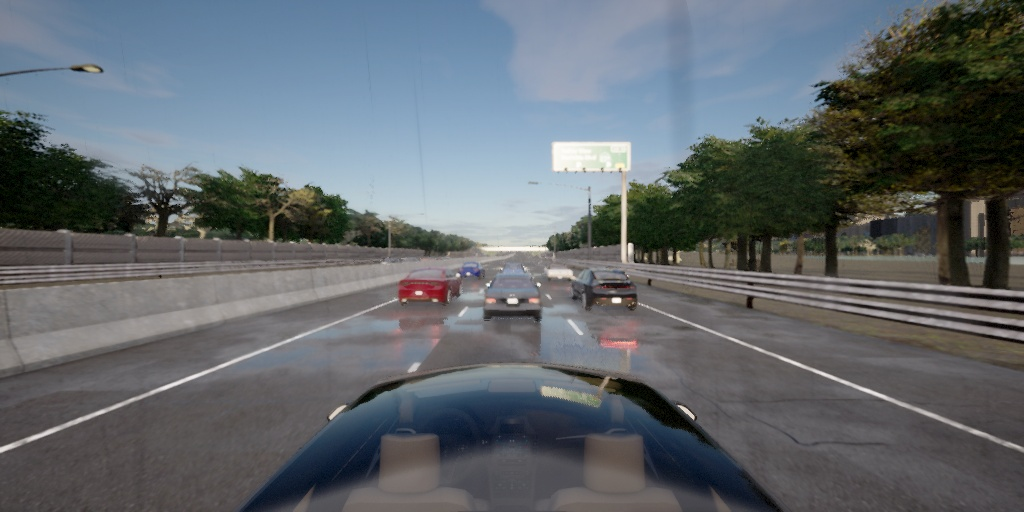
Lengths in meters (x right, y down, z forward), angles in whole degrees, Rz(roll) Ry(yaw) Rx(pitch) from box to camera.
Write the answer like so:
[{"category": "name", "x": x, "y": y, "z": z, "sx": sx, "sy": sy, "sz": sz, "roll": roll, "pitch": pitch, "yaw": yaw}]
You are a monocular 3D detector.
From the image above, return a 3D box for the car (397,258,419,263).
[{"category": "car", "x": -17.164, "y": 1.093, "z": 60.332, "sx": 1.837, "sy": 1.490, "sz": 4.892, "roll": 0, "pitch": 0, "yaw": 1}]

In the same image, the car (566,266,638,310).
[{"category": "car", "x": 3.569, "y": 1.238, "z": 14.543, "sx": 1.837, "sy": 1.490, "sz": 4.892, "roll": 0, "pitch": 1, "yaw": 1}]

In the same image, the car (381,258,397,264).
[{"category": "car", "x": -20.643, "y": 1.079, "z": 61.055, "sx": 2.128, "sy": 1.511, "sz": 4.902, "roll": 0, "pitch": 0, "yaw": 1}]

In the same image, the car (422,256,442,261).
[{"category": "car", "x": -13.667, "y": 1.152, "z": 60.334, "sx": 1.994, "sy": 1.385, "sz": 4.181, "roll": 0, "pitch": 0, "yaw": 1}]

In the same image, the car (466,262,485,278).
[{"category": "car", "x": -3.352, "y": 1.210, "z": 30.190, "sx": 1.812, "sy": 1.442, "sz": 4.674, "roll": 0, "pitch": 0, "yaw": 1}]

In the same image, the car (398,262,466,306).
[{"category": "car", "x": -3.418, "y": 1.206, "z": 15.731, "sx": 1.882, "sy": 1.535, "sz": 5.008, "roll": 0, "pitch": 0, "yaw": 1}]

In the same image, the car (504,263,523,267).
[{"category": "car", "x": 0.106, "y": 1.242, "z": 27.369, "sx": 2.033, "sy": 1.411, "sz": 5.357, "roll": 0, "pitch": 0, "yaw": 1}]

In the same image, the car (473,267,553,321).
[{"category": "car", "x": 0.043, "y": 1.283, "z": 12.379, "sx": 2.033, "sy": 1.411, "sz": 5.357, "roll": 0, "pitch": 0, "yaw": 1}]

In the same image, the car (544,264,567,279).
[{"category": "car", "x": 3.629, "y": 1.290, "z": 28.873, "sx": 1.895, "sy": 1.301, "sz": 4.718, "roll": 0, "pitch": 0, "yaw": 1}]
